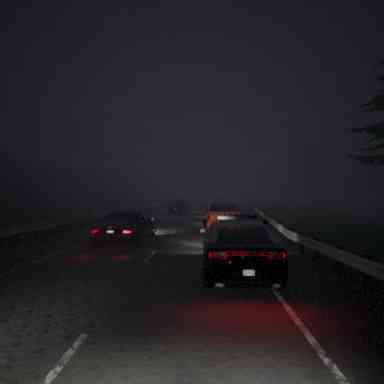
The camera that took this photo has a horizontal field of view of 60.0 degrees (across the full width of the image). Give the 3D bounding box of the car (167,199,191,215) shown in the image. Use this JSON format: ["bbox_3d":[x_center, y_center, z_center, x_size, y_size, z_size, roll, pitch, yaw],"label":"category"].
[{"bbox_3d":[-1.213,1.448,33.456,1.882,1.535,5.008,0,0,7],"label":"car"}]

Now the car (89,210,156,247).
[{"bbox_3d":[-2.906,1.534,14.954,2.033,1.411,5.357,0,0,3],"label":"car"}]

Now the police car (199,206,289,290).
[{"bbox_3d":[1.240,1.417,9.259,1.930,1.638,5.238,0,0,2],"label":"police car"}]

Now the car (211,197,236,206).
[{"bbox_3d":[1.773,1.335,18.884,2.097,1.767,4.553,0,0,4],"label":"car"}]

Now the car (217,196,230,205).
[{"bbox_3d":[5.481,1.427,57.610,1.882,1.535,5.008,0,0,8],"label":"car"}]

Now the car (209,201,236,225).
[{"bbox_3d":[2.262,1.483,24.762,1.837,1.490,4.892,0,0,5],"label":"car"}]
